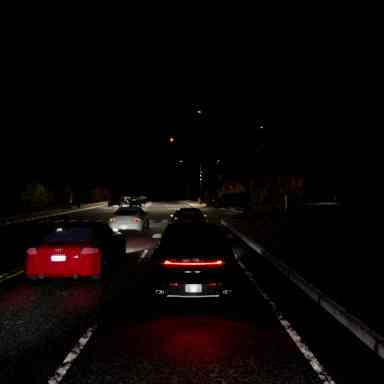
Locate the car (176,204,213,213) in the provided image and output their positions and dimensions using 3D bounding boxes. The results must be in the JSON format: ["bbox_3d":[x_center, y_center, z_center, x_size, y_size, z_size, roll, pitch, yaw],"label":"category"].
[{"bbox_3d":[-0.180,1.561,17.899,2.033,1.411,5.357,0,0,-2],"label":"car"}]

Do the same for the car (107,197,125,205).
[{"bbox_3d":[-12.129,1.616,52.938,1.812,1.442,4.674,0,0,-5],"label":"car"}]

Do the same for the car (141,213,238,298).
[{"bbox_3d":[0.013,1.509,8.491,1.837,1.490,4.892,0,0,0],"label":"car"}]

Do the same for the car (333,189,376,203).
[{"bbox_3d":[18.888,0.434,38.652,4.674,1.442,1.812,-3,0,-3],"label":"car"}]

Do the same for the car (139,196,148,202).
[{"bbox_3d":[-11.799,1.732,81.238,2.128,1.511,4.902,0,0,-7],"label":"car"}]

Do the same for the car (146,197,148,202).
[{"bbox_3d":[-9.591,1.684,61.126,1.994,1.385,4.181,0,0,-5],"label":"car"}]

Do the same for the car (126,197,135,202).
[{"bbox_3d":[-15.174,1.807,81.998,1.895,1.301,4.718,0,0,-8],"label":"car"}]

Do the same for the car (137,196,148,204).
[{"bbox_3d":[-10.558,1.684,71.099,2.128,1.511,4.902,0,0,-6],"label":"car"}]

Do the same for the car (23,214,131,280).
[{"bbox_3d":[-3.259,1.570,10.023,1.994,1.385,4.181,0,0,-1],"label":"car"}]

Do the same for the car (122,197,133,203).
[{"bbox_3d":[-13.904,1.715,71.753,1.994,1.385,4.181,0,0,-7],"label":"car"}]

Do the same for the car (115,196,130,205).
[{"bbox_3d":[-12.931,1.615,62.026,2.128,1.511,4.902,0,0,-5],"label":"car"}]

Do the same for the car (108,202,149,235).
[{"bbox_3d":[-3.479,1.540,18.768,1.812,1.442,4.674,0,0,-3],"label":"car"}]

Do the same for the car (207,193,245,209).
[{"bbox_3d":[3.954,0.939,37.616,4.553,1.767,2.097,-3,0,-9],"label":"car"}]

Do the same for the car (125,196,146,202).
[{"bbox_3d":[-8.813,1.579,52.273,2.128,1.511,4.902,0,0,-5],"label":"car"}]
